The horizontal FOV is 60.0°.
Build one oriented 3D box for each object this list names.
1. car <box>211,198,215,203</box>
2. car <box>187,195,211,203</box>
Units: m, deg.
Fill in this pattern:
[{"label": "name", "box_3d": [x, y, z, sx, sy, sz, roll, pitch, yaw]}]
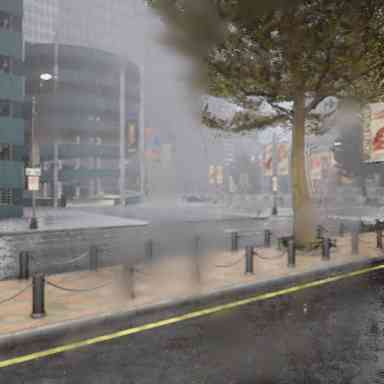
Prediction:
[{"label": "car", "box_3d": [2.890, 1.458, 70.912, 1.882, 1.535, 5.008, 0, 0, -41]}, {"label": "car", "box_3d": [0.982, 1.482, 67.762, 1.837, 1.490, 4.892, 1, 0, -40]}]
